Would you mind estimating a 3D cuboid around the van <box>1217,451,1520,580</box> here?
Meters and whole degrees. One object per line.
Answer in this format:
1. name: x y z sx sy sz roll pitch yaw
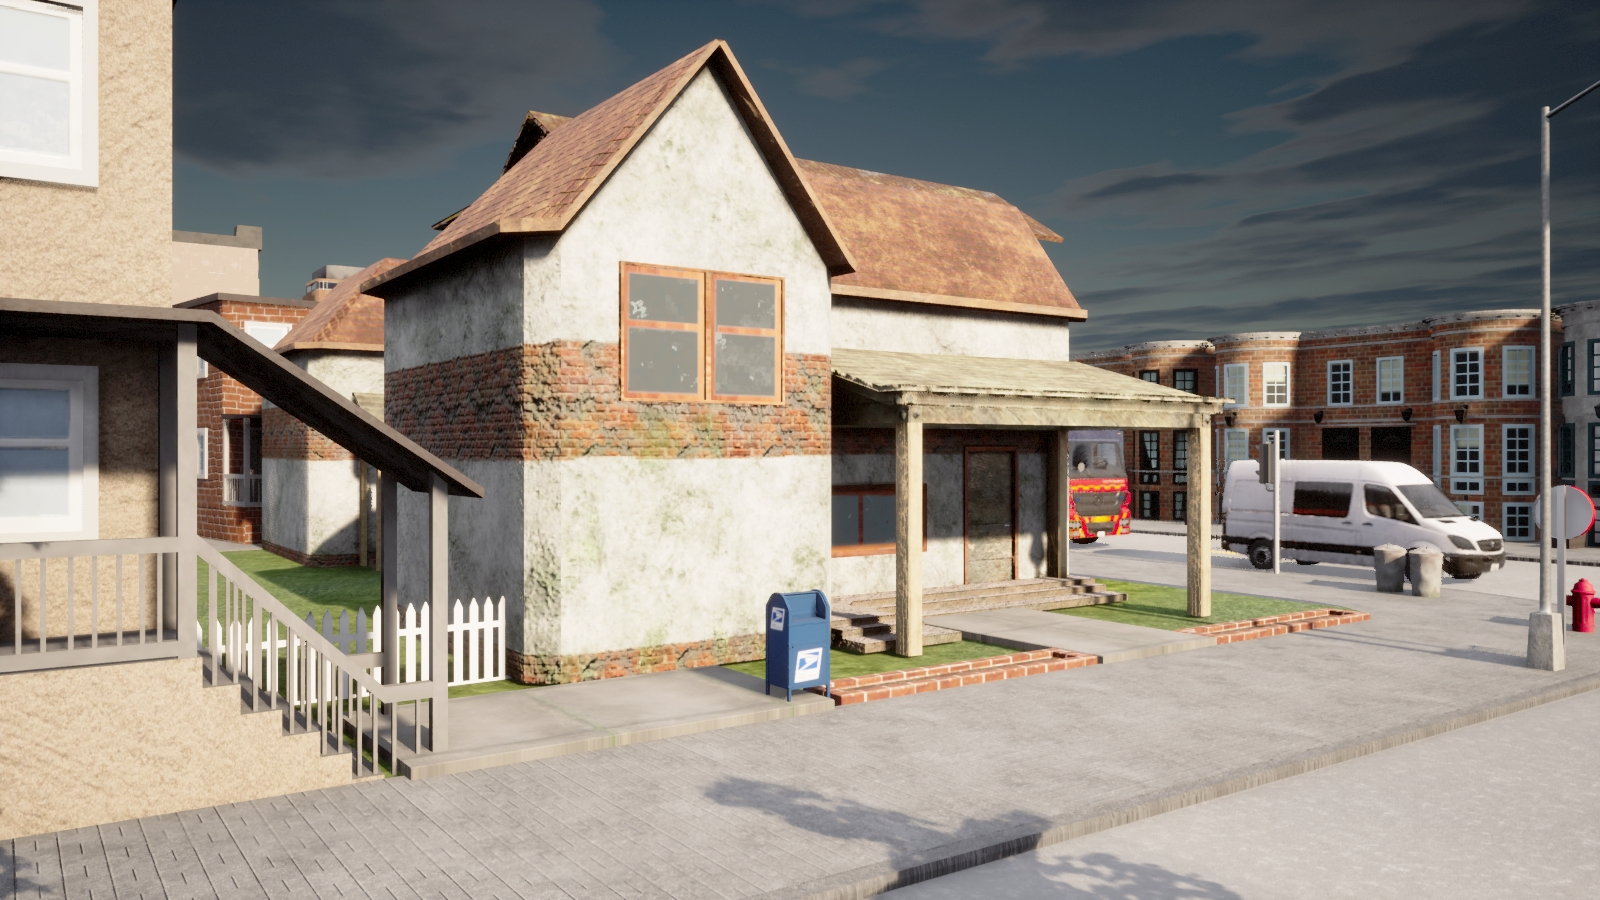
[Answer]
1. van: 12.573 1.305 25.768 1.988 2.561 5.915 0 0 -34
